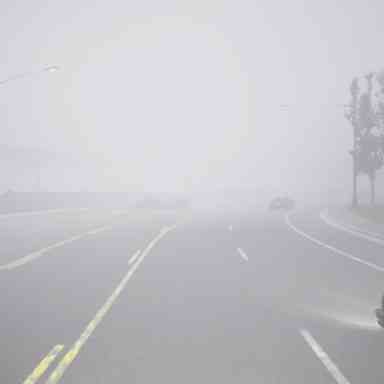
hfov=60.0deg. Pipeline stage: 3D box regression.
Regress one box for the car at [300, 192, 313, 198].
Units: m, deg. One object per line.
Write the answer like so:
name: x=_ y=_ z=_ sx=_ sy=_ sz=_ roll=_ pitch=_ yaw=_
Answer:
car: x=24.049 y=0.632 z=68.109 sx=4.718 sy=1.301 sz=1.895 roll=-1 pitch=0 yaw=-30

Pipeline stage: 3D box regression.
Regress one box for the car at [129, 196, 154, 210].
car: x=-5.133 y=1.155 z=37.264 sx=2.128 sy=1.511 sz=4.902 roll=0 pitch=0 yaw=25

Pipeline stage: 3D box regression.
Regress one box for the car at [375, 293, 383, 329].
car: x=3.599 y=1.523 z=2.387 sx=2.033 sy=1.411 sz=5.357 roll=0 pitch=1 yaw=0

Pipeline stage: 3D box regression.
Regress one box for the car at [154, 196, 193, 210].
car: x=-1.710 y=1.186 z=36.651 sx=2.033 sy=1.411 sz=5.357 roll=0 pitch=1 yaw=24

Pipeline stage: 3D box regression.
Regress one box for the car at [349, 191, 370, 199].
car: x=31.317 y=0.520 z=61.530 sx=5.008 sy=1.535 sz=1.882 roll=-1 pitch=0 yaw=-28

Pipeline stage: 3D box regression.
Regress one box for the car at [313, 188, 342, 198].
car: x=27.246 y=0.216 z=65.880 sx=5.566 sy=2.045 sz=2.150 roll=-1 pitch=0 yaw=-30

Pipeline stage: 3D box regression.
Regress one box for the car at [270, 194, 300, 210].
car: x=9.704 y=1.103 z=35.382 sx=1.994 sy=1.385 sz=4.181 roll=-1 pitch=1 yaw=29
